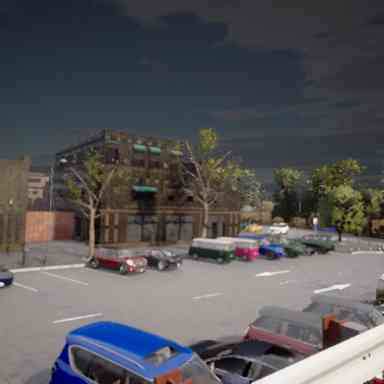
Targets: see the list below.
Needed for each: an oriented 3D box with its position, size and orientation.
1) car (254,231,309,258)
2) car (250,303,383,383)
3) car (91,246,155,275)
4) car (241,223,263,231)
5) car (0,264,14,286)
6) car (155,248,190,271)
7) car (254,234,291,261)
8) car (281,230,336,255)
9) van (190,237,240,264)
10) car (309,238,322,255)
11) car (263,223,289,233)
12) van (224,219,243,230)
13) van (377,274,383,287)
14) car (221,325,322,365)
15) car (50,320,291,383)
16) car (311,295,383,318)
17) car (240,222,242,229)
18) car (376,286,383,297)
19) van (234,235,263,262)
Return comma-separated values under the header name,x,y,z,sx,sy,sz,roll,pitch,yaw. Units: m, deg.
name,x,y,z,sx,sy,sz,roll,pitch,yaw
car,9.011,5.721,35.373,5.566,2.045,2.435,0,-3,34
car,4.011,4.966,10.961,4.553,1.767,2.185,2,-1,34
car,-5.439,4.991,25.041,4.553,1.767,2.185,0,-3,34
car,12.166,6.910,64.484,1.946,1.575,5.366,0,-2,36
car,-12.590,4.716,19.829,4.792,1.488,2.163,0,-3,34
car,-3.014,5.261,26.748,4.892,1.521,2.231,0,-2,34
car,6.611,5.579,33.648,5.566,2.045,2.435,0,-3,34
car,13.756,6.005,38.842,5.566,2.045,2.435,0,-2,34
van,1.687,5.318,30.268,4.442,1.987,1.878,0,-2,34
car,11.403,6.145,37.099,4.792,1.488,2.163,0,-3,34
car,15.451,6.647,59.350,2.435,2.045,5.566,1,-1,36
van,8.615,6.685,69.203,1.878,1.987,4.442,1,-1,36
van,11.489,5.308,16.169,4.442,1.987,1.878,2,-1,34
car,1.551,4.975,9.195,4.792,1.488,2.163,2,-1,34
car,-0.836,4.550,7.402,5.566,2.045,2.435,2,-1,34
car,6.463,5.113,12.735,4.553,1.767,2.185,2,-1,34
car,10.357,6.950,66.811,2.002,1.452,4.674,0,-2,36
car,8.932,5.385,14.457,4.892,1.521,2.231,2,-1,34
van,4.086,5.461,31.993,4.442,1.987,1.878,0,-2,34
